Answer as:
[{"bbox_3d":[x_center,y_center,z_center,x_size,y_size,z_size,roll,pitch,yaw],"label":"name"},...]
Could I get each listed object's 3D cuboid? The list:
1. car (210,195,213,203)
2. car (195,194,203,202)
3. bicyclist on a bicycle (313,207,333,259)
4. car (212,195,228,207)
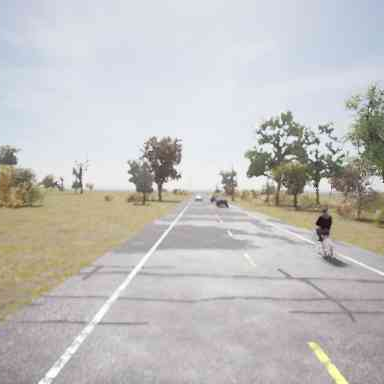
[{"bbox_3d":[5.008,1.419,71.982,2.097,1.767,4.553,1,0,1],"label":"car"},{"bbox_3d":[1.619,1.558,77.284,2.033,1.411,5.357,1,0,1],"label":"car"},{"bbox_3d":[4.682,1.432,11.980,0.659,1.776,1.843,1,0,1],"label":"bicyclist on a bicycle"},{"bbox_3d":[4.704,1.566,53.304,1.837,1.490,4.892,1,0,1],"label":"car"}]
